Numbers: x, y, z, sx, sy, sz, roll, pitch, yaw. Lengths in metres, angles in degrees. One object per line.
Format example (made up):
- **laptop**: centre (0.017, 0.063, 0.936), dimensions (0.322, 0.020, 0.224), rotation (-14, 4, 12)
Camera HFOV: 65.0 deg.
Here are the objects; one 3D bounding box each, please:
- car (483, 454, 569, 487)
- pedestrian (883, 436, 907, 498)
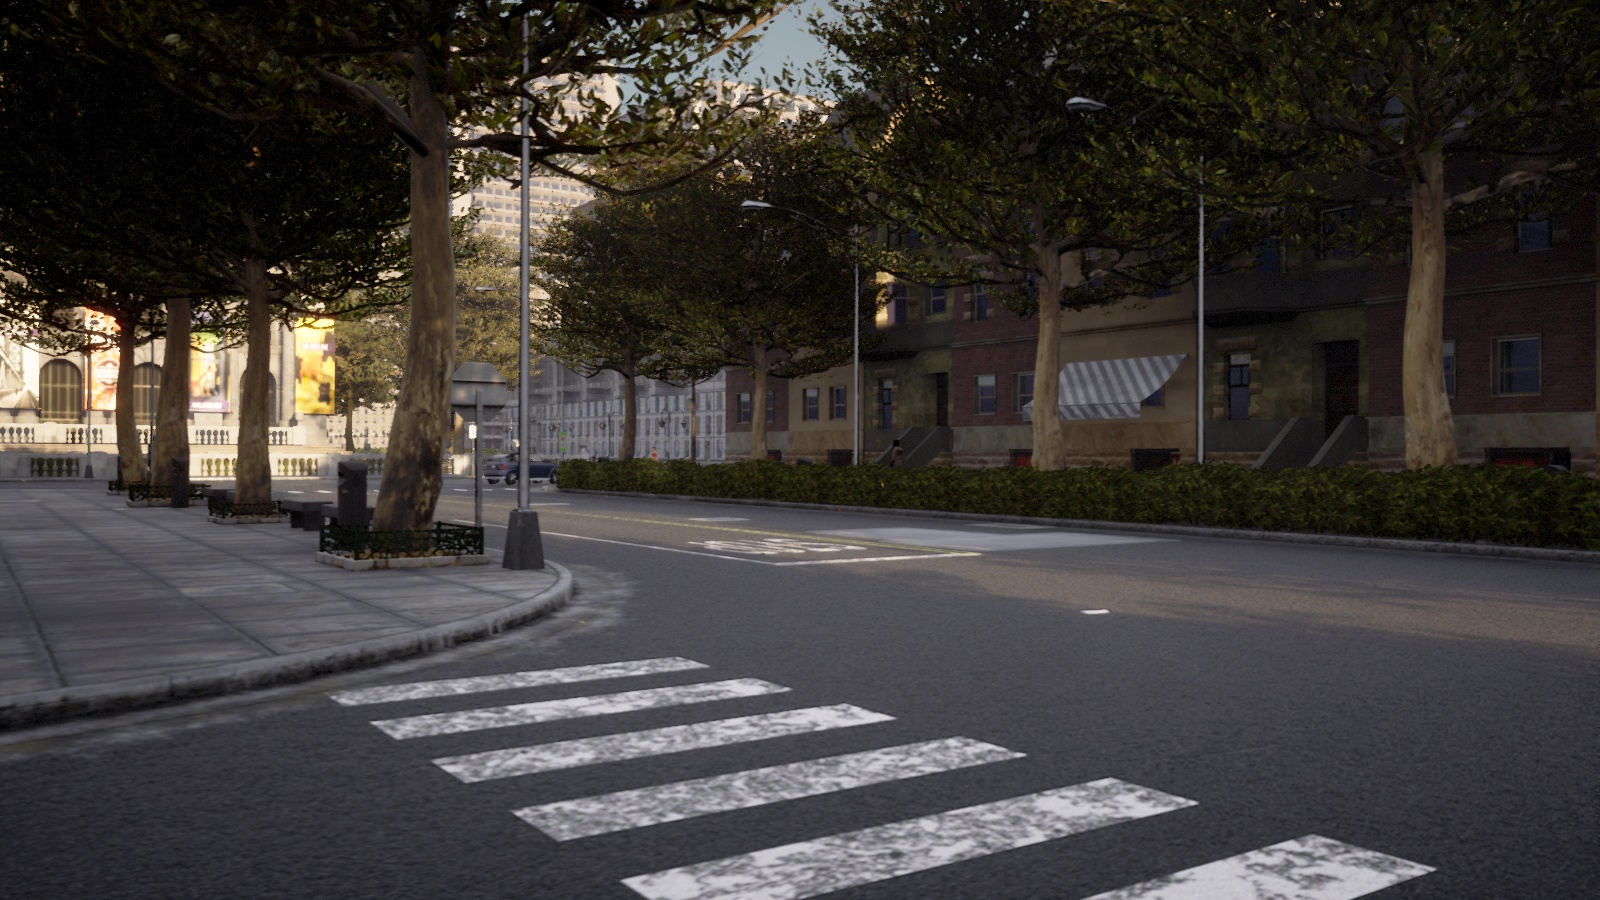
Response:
- **car**: centre (-13.167, 0.953, 60.452), dimensions (1.789, 1.549, 3.705), rotation (-1, -1, 44)
- **pedestrian**: centre (2.989, 0.543, 39.424), dimensions (0.396, 1.930, 0.692), rotation (0, 0, -34)
